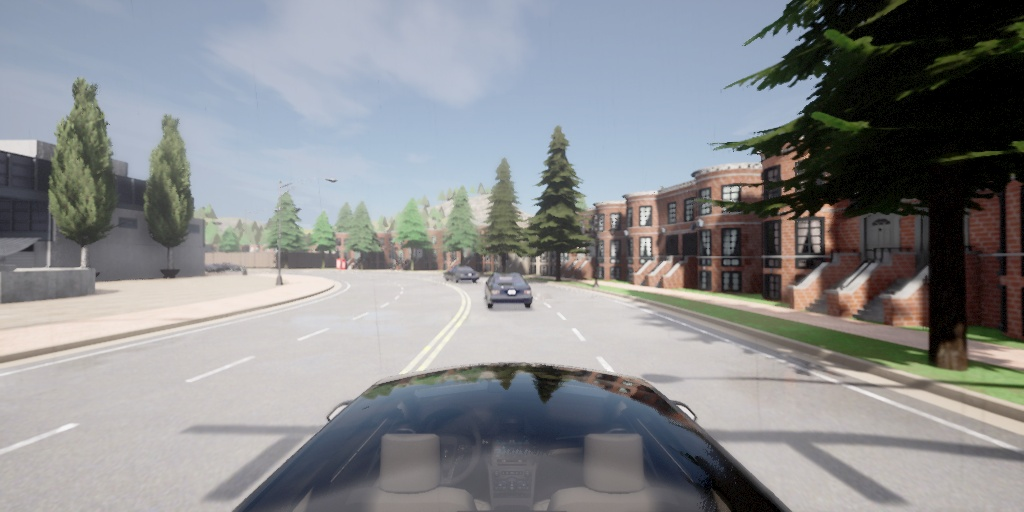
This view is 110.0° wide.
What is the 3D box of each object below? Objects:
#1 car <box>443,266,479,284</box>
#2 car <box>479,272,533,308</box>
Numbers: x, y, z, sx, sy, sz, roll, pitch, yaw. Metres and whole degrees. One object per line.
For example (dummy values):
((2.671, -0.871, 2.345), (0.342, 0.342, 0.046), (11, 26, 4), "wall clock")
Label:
((-4.444, 1.568, 30.944), (2.033, 1.411, 5.357), (0, -1, -25), "car")
((-0.276, 1.430, 16.009), (2.033, 1.411, 5.357), (0, -1, -6), "car")
